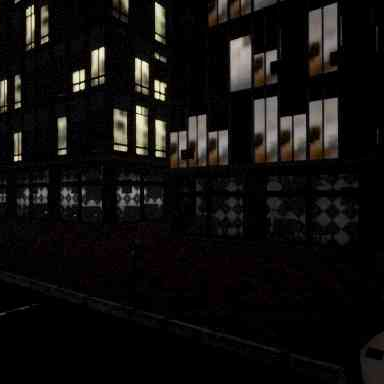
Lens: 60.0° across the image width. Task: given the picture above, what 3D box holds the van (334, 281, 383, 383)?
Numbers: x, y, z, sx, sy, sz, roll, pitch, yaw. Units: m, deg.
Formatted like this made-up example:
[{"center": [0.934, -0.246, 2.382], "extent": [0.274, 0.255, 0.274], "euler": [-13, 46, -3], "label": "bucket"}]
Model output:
[{"center": [2.538, 1.341, 1.074], "extent": [3.998, 1.788, 1.690], "euler": [0, 0, 35], "label": "van"}]
